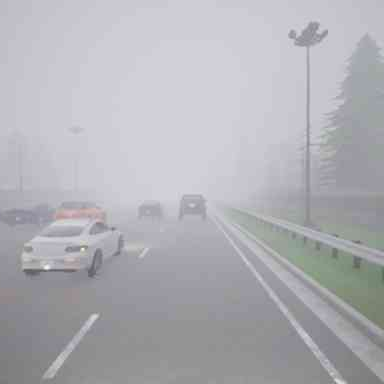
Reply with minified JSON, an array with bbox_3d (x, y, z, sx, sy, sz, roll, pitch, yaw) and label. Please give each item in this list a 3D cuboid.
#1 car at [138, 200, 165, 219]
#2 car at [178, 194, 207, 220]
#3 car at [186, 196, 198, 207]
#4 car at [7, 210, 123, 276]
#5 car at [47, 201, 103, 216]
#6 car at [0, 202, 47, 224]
[{"bbox_3d":[-3.396,1.422,28.534,1.882,1.535,5.008,0,0,0],"label":"car"},{"bbox_3d":[0.059,1.161,27.427,2.150,2.045,5.566,0,0,0],"label":"car"},{"bbox_3d":[0.011,1.406,51.907,1.837,1.490,4.892,0,0,0],"label":"car"},{"bbox_3d":[-3.398,1.506,10.105,1.812,1.442,4.674,0,0,0],"label":"car"},{"bbox_3d":[-6.898,1.311,20.864,2.097,1.767,4.553,0,0,0],"label":"car"},{"bbox_3d":[-10.397,1.435,22.267,1.882,1.535,5.008,0,0,0],"label":"car"}]
